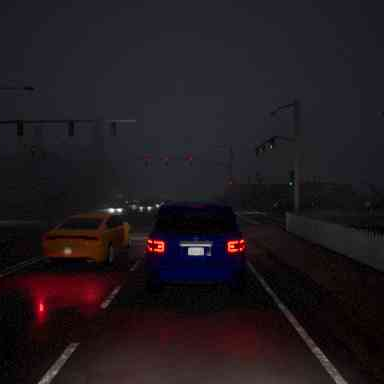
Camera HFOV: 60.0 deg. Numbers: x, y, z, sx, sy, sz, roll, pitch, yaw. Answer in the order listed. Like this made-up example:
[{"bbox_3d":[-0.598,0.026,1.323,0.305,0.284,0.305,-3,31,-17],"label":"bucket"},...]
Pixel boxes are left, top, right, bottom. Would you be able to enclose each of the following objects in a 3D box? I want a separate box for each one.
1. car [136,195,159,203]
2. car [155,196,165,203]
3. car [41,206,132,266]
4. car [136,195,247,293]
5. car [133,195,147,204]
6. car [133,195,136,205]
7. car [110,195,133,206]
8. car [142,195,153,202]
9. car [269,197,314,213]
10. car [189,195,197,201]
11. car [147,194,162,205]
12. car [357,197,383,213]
[{"bbox_3d":[-6.966,1.547,52.205,2.033,1.411,5.357,0,0,0],"label":"car"},{"bbox_3d":[-6.822,1.524,71.685,1.812,1.442,4.674,0,0,0],"label":"car"},{"bbox_3d":[-3.395,1.478,11.619,1.882,1.535,5.008,0,0,0],"label":"car"},{"bbox_3d":[0.085,1.221,8.996,2.150,2.045,5.566,0,0,0],"label":"car"},{"bbox_3d":[-10.354,1.478,66.688,1.882,1.535,5.008,0,0,1],"label":"car"},{"bbox_3d":[-10.436,1.352,57.419,2.097,1.767,4.553,0,0,0],"label":"car"},{"bbox_3d":[-10.477,1.492,48.207,2.128,1.511,4.902,0,0,0],"label":"car"},{"bbox_3d":[-10.309,1.524,76.943,1.812,1.442,4.674,0,0,0],"label":"car"},{"bbox_3d":[10.736,1.352,36.049,4.553,1.767,2.097,0,0,-1],"label":"car"},{"bbox_3d":[0.221,1.540,88.985,2.033,1.411,5.357,0,0,0],"label":"car"},{"bbox_3d":[-6.911,1.352,61.686,2.097,1.767,4.553,0,0,0],"label":"car"},{"bbox_3d":[20.518,1.352,36.268,4.553,1.767,2.097,0,0,-1],"label":"car"}]
